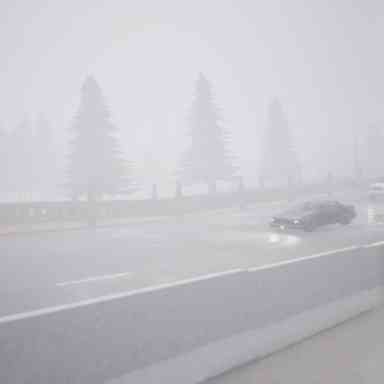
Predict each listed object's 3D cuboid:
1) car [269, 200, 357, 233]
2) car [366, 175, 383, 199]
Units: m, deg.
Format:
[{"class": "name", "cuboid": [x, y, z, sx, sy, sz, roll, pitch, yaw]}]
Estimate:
[{"class": "car", "cuboid": [6.370, 1.121, 17.135, 5.357, 1.411, 2.033, -4, 2, -35]}, {"class": "car", "cuboid": [17.753, -0.517, 29.493, 5.566, 2.045, 2.150, -6, 4, -35]}]
